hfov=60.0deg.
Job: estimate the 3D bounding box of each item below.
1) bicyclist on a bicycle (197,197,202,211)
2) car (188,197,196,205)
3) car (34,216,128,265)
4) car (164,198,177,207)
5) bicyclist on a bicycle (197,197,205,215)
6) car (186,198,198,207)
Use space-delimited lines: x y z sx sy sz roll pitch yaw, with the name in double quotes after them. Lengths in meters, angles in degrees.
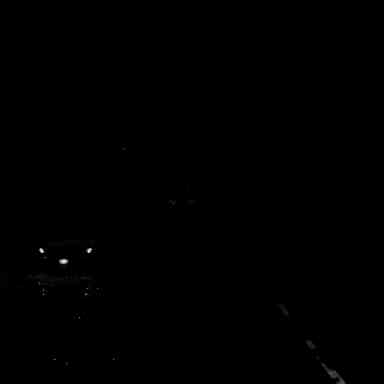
0.969 1.536 42.417 0.659 1.776 1.843 0 0 0 "bicyclist on a bicycle"
0.013 1.982 74.153 1.882 1.535 5.008 0 -1 0 "car"
-3.599 1.573 11.993 2.033 1.411 5.357 0 0 0 "car"
-3.547 1.743 55.211 1.882 1.535 5.008 0 -1 0 "car"
0.969 1.490 33.672 0.659 1.776 1.843 0 0 0 "bicyclist on a bicycle"
0.097 1.784 56.858 1.837 1.490 4.892 0 -1 0 "car"
